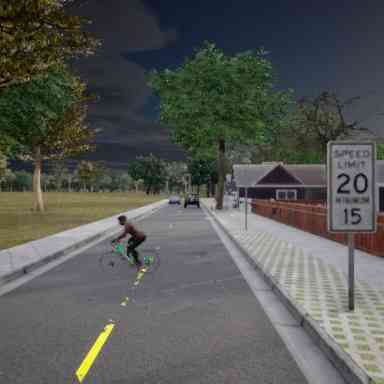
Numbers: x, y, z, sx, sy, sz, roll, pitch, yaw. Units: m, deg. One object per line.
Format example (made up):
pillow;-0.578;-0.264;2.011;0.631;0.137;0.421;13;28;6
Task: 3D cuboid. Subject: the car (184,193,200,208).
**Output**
car;0.003;1.186;47.538;2.150;2.045;5.566;0;0;1

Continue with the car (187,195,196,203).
car;-0.052;1.363;68.858;1.882;1.535;5.008;0;0;0

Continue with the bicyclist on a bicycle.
bicyclist on a bicycle;-1.703;1.452;9.000;1.656;1.620;0.582;-2;0;0

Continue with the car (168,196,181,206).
car;-2.877;1.416;55.369;1.882;1.535;5.008;0;0;0
